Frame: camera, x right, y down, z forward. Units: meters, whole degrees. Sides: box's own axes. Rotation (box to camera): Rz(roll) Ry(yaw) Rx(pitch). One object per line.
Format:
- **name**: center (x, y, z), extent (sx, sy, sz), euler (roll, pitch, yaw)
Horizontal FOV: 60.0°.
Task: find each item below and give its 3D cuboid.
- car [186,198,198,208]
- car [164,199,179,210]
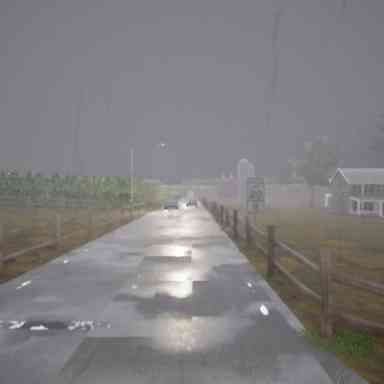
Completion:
- **car**: center (-0.010, 1.669, 52.052), extent (2.033, 1.411, 5.357), euler (0, 0, 0)
- **car**: center (-2.759, 1.659, 45.828), extent (2.033, 1.411, 5.357), euler (0, 0, 0)
